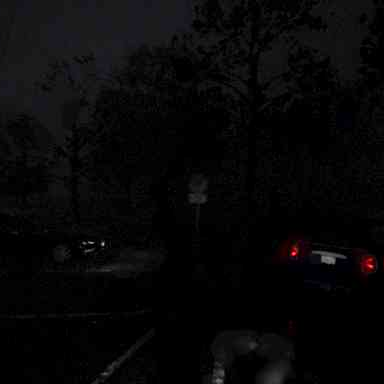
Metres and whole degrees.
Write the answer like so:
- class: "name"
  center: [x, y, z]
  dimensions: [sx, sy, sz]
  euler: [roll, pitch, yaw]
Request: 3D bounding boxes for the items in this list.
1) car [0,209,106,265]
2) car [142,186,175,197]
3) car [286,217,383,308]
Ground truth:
- class: "car"
  center: [-5.260, 1.354, 10.720]
  dimensions: [4.892, 1.490, 1.837]
  euler: [1, 3, 3]
- class: "car"
  center: [-5.139, -0.110, 50.917]
  dimensions: [5.008, 1.535, 1.882]
  euler: [1, 2, 16]
- class: "car"
  center: [4.300, 1.436, 8.760]
  dimensions: [2.097, 1.767, 4.553]
  euler: [3, 3, 40]
